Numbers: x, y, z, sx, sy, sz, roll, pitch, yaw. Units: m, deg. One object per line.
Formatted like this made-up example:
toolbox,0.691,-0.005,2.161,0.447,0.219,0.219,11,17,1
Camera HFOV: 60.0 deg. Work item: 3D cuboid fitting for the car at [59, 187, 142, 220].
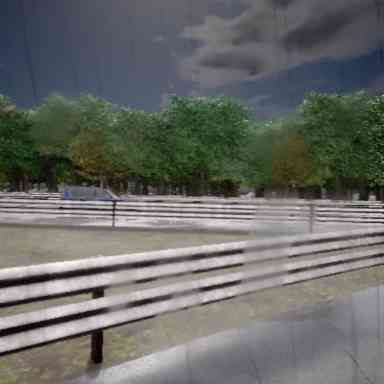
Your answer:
car,-6.255,0.736,22.926,5.566,2.045,2.150,1,0,4
